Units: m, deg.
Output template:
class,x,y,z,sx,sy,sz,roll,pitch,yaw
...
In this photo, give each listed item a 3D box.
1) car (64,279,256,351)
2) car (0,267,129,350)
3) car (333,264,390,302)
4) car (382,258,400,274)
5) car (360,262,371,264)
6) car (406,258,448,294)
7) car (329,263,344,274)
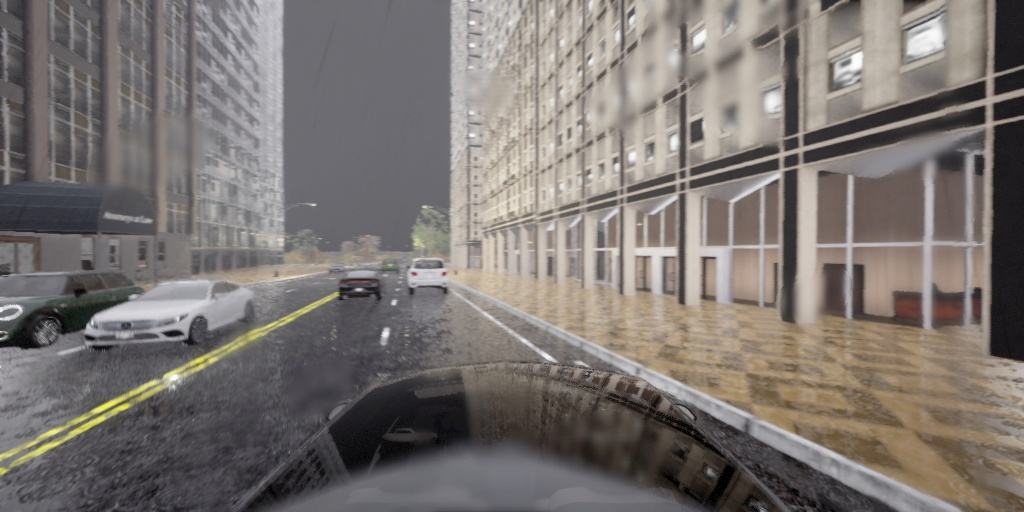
class,x,y,z,sx,sy,sz,roll,pitch,yaw
car,-8.524,1.356,9.528,1.812,1.442,4.674,0,0,-16
car,-11.770,1.188,9.053,2.097,1.767,4.553,0,0,-16
car,-7.519,1.368,18.357,1.882,1.535,5.008,0,0,-16
car,-16.212,1.333,47.984,2.150,2.045,5.566,0,0,-16
car,-19.911,1.615,48.471,2.128,1.511,4.902,0,0,-16
car,-5.140,1.130,21.734,2.150,2.045,5.566,0,0,-16
car,-23.232,1.694,48.265,1.994,1.385,4.181,0,0,-16
